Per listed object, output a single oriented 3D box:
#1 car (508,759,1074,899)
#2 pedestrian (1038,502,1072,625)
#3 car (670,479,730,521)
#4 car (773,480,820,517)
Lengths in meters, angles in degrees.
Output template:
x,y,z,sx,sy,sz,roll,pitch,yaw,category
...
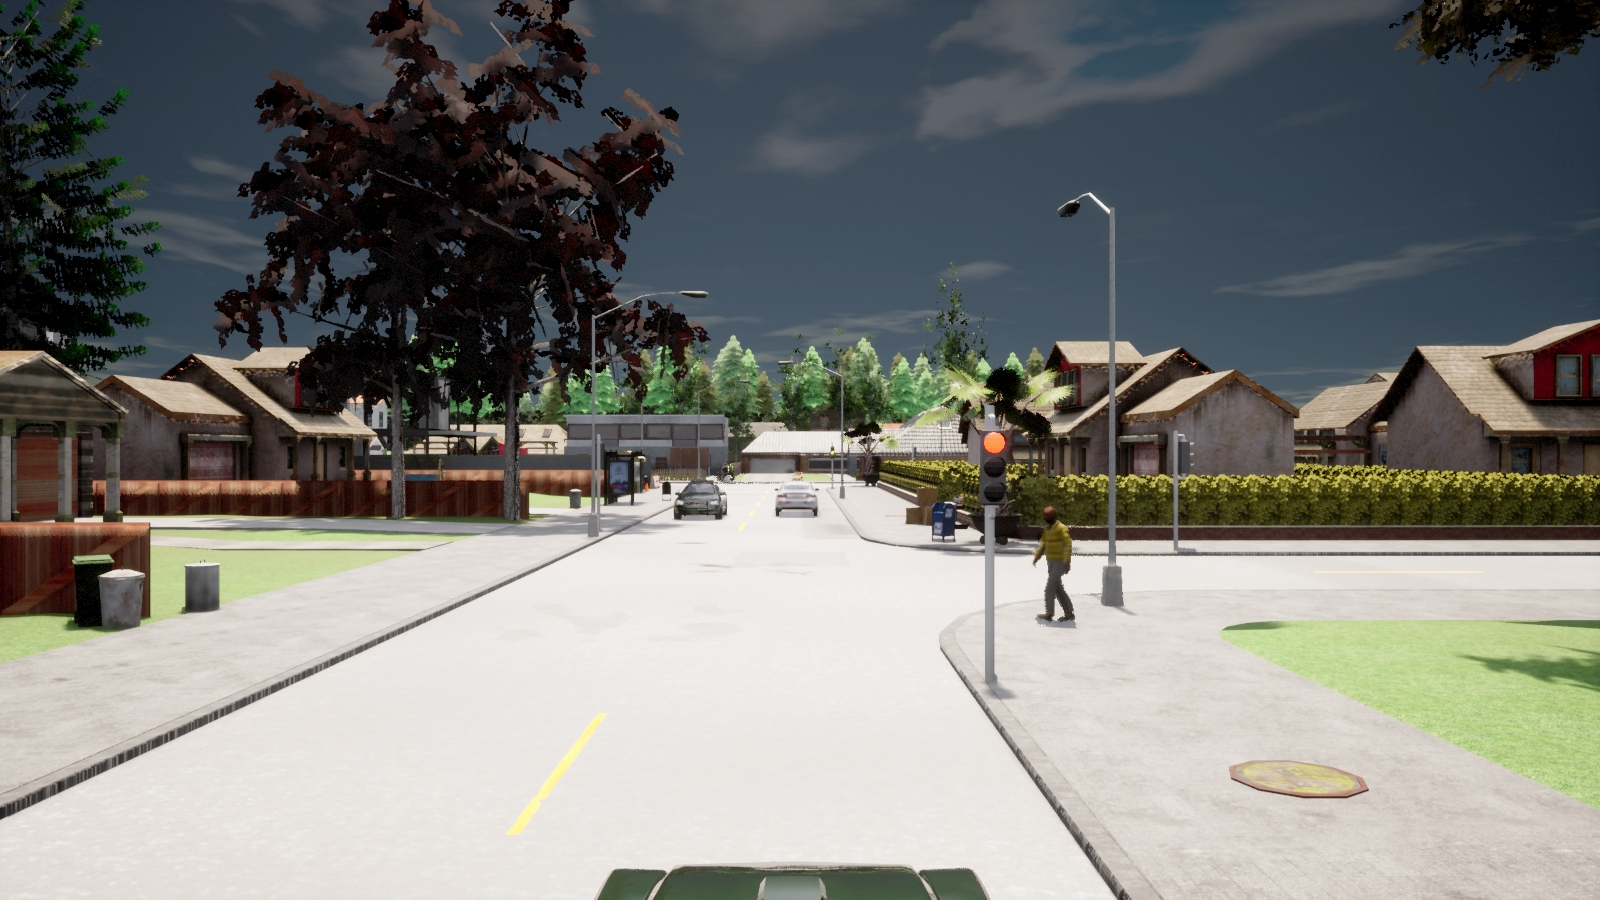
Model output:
x,y,z,sx,sy,sz,roll,pitch,yaw,category
-0.028,2.155,3.193,1.895,1.301,4.718,0,0,0,car
3.936,1.743,17.651,0.375,1.860,0.375,0,0,-21,pedestrian
-4.107,2.038,47.608,2.038,1.542,4.974,0,0,0,car
-0.142,2.082,50.247,2.002,1.442,4.674,0,0,0,car
